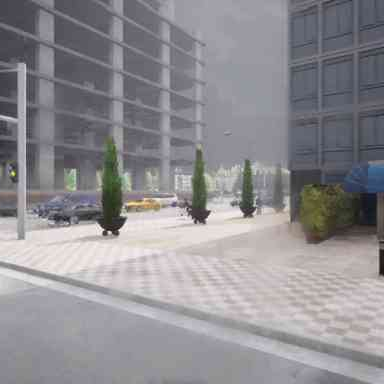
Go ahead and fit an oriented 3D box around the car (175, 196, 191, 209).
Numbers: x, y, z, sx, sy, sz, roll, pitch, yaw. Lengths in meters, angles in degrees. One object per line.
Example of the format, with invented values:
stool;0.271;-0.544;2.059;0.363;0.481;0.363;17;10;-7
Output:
car;0.089;1.526;46.384;1.812;1.442;4.674;0;0;36

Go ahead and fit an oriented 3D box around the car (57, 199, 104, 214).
car;-11.910;1.526;35.777;1.812;1.442;4.674;0;0;36

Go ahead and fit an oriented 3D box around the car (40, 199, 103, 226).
car;-7.623;1.491;23.438;2.128;1.511;4.902;0;0;36

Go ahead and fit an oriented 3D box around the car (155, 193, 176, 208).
car;-4.226;1.219;46.399;2.150;2.045;5.566;0;0;36

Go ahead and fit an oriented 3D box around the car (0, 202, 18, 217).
car;-16.970;1.564;28.775;1.994;1.385;4.181;0;0;36

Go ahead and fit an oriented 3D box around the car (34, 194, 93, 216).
car;-11.455;1.221;30.432;2.150;2.045;5.566;0;0;36

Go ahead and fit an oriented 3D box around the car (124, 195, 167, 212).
car;-5.601;1.478;38.534;1.882;1.535;5.008;0;0;36

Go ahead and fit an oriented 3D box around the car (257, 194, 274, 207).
car;11.752;1.492;50.268;2.128;1.511;4.902;0;0;36

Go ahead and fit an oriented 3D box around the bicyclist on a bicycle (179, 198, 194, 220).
bicyclist on a bicycle;-0.367;1.301;25.316;1.656;1.620;0.582;0;0;36

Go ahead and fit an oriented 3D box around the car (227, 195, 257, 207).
car;7.626;1.601;50.609;1.895;1.301;4.718;0;0;36
